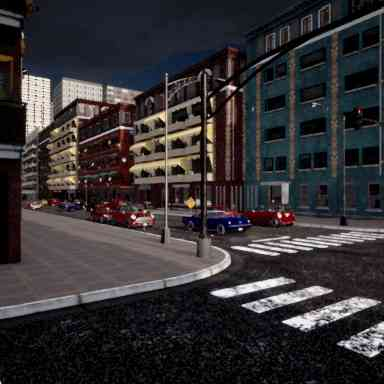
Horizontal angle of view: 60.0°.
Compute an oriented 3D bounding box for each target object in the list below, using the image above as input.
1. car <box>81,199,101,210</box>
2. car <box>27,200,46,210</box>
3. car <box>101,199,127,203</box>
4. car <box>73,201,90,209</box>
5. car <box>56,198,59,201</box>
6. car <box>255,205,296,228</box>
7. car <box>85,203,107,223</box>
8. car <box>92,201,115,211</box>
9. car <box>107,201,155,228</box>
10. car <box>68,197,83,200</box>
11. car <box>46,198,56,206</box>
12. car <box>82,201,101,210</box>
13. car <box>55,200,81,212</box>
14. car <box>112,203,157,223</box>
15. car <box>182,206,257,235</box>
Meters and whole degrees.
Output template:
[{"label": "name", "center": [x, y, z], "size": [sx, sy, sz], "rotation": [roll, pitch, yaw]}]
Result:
[{"label": "car", "center": [-13.716, 2.065, 47.007], "size": [1.837, 1.490, 4.892], "rotation": [0, -1, -34]}, {"label": "car", "center": [-26.509, 2.170, 55.969], "size": [1.967, 1.590, 4.097], "rotation": [-1, 0, -35]}, {"label": "car", "center": [-10.541, 1.855, 46.836], "size": [2.192, 1.841, 5.009], "rotation": [-1, 0, -35]}, {"label": "car", "center": [-20.055, 2.325, 60.491], "size": [1.802, 1.307, 4.206], "rotation": [-1, 0, -35]}, {"label": "car", "center": [-26.400, 2.429, 69.595], "size": [2.008, 1.369, 4.403], "rotation": [-1, 0, -35]}, {"label": "car", "center": [5.332, 1.639, 24.081], "size": [1.967, 1.590, 4.097], "rotation": [-1, 0, -35]}, {"label": "car", "center": [-7.471, 1.904, 28.656], "size": [1.802, 1.307, 4.206], "rotation": [-1, 0, -35]}, {"label": "car", "center": [-13.709, 2.159, 51.387], "size": [2.008, 1.369, 4.403], "rotation": [-1, 0, -35]}, {"label": "car", "center": [-4.300, 1.694, 24.104], "size": [1.967, 1.590, 4.097], "rotation": [-1, 0, -35]}, {"label": "car", "center": [-19.643, 1.907, 55.431], "size": [2.150, 2.045, 5.566], "rotation": [0, -1, -35]}, {"label": "car", "center": [-32.749, 2.327, 78.700], "size": [2.192, 1.841, 5.009], "rotation": [-1, 0, -35]}, {"label": "car", "center": [-16.882, 2.258, 55.939], "size": [1.802, 1.307, 4.206], "rotation": [-1, 0, -35]}, {"label": "car", "center": [-17.732, 2.193, 47.834], "size": [1.895, 1.301, 4.718], "rotation": [0, -1, -34]}, {"label": "car", "center": [-5.235, 1.812, 29.775], "size": [2.128, 1.511, 4.902], "rotation": [0, -1, -35]}, {"label": "car", "center": [1.412, 1.779, 20.251], "size": [1.895, 1.301, 4.718], "rotation": [0, -1, -35]}]
